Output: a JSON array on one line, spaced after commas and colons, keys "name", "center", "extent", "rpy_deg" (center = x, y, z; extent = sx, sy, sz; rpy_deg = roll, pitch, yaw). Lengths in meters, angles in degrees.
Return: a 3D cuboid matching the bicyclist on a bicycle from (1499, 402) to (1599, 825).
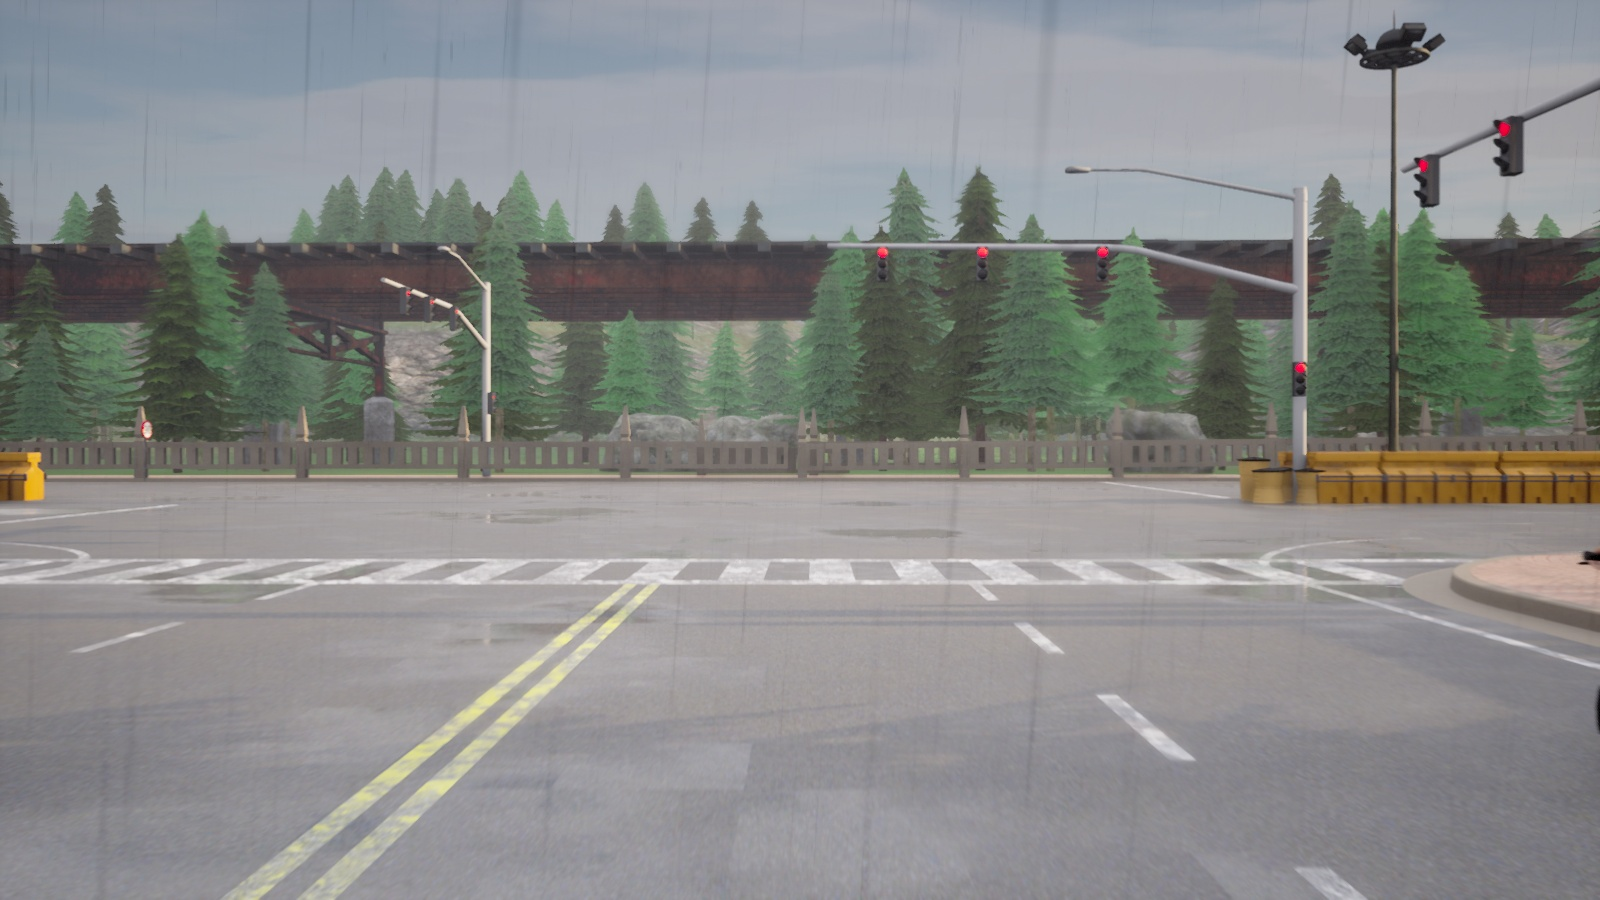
[{"name": "bicyclist on a bicycle", "center": [3.538, 0.655, 4.772], "extent": [0.866, 1.612, 1.509], "rpy_deg": [0, 4, 1]}]
